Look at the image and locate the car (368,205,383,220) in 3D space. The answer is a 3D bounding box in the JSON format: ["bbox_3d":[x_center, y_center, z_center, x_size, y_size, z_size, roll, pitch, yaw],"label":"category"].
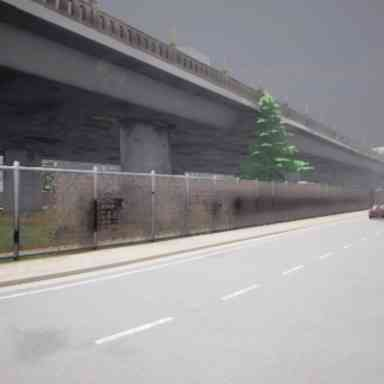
[{"bbox_3d":[17.513,1.869,30.293,1.895,1.301,4.718,-1,-1,40],"label":"car"}]
